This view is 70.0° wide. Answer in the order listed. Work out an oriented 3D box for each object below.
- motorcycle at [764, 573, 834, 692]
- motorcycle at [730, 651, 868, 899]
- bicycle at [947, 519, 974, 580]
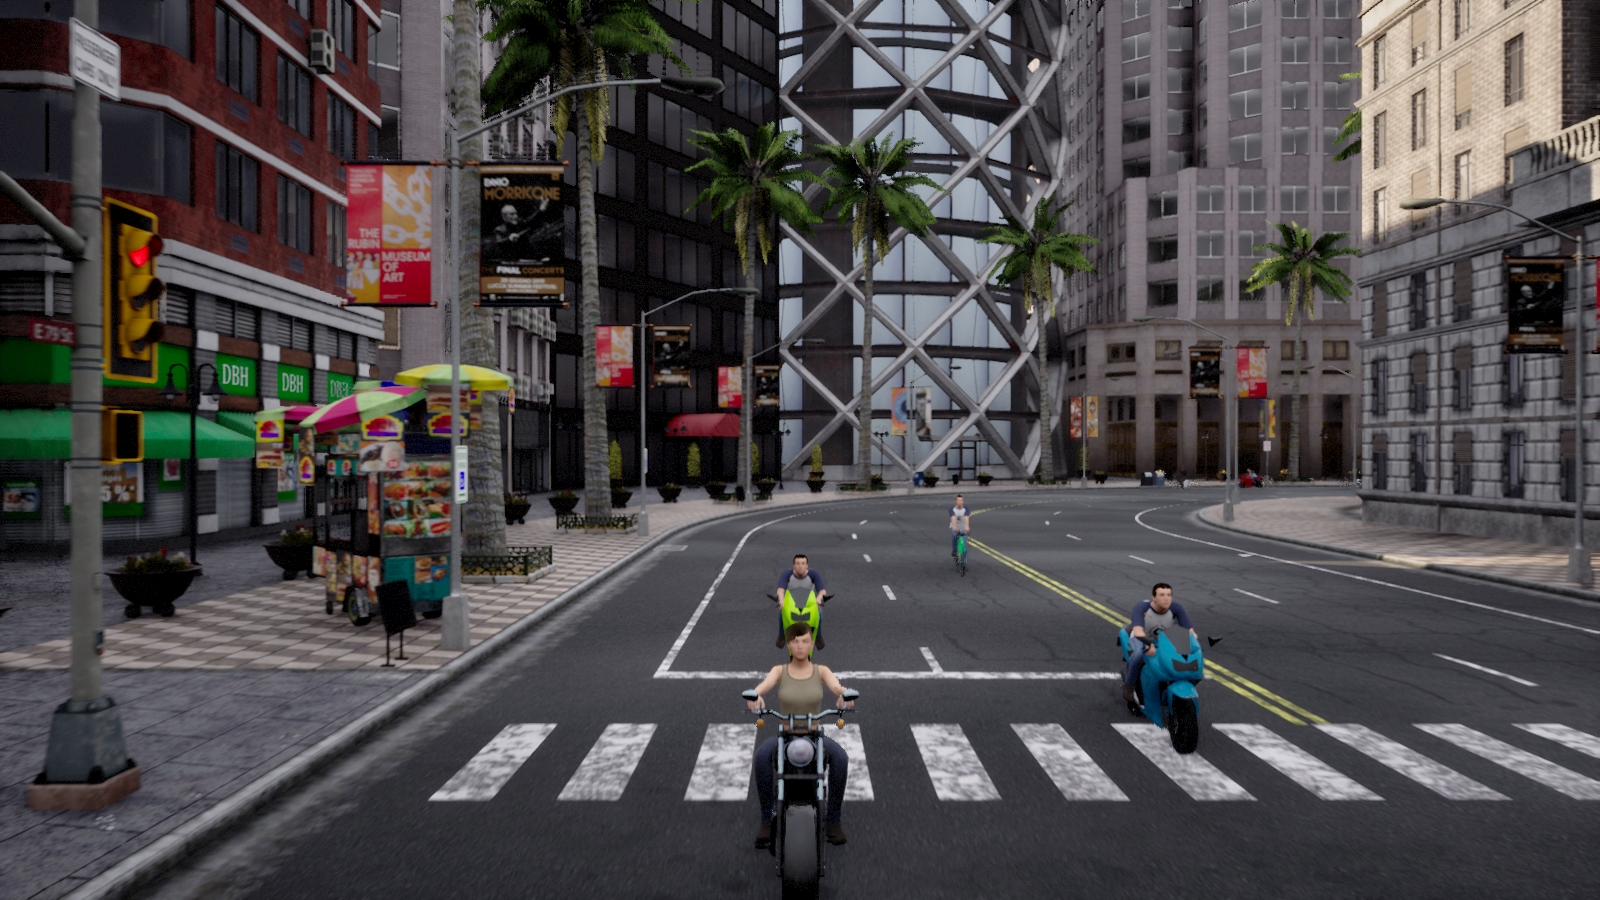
[{"bbox_3d":[-0.012,2.213,14.168,0.803,1.145,2.033,0,0,0],"label":"motorcycle"},{"bbox_3d":[-0.006,2.170,7.507,0.764,1.277,2.356,0,0,0],"label":"motorcycle"},{"bbox_3d":[3.577,2.206,25.527,0.373,1.196,1.643,0,1,1],"label":"bicycle"}]
